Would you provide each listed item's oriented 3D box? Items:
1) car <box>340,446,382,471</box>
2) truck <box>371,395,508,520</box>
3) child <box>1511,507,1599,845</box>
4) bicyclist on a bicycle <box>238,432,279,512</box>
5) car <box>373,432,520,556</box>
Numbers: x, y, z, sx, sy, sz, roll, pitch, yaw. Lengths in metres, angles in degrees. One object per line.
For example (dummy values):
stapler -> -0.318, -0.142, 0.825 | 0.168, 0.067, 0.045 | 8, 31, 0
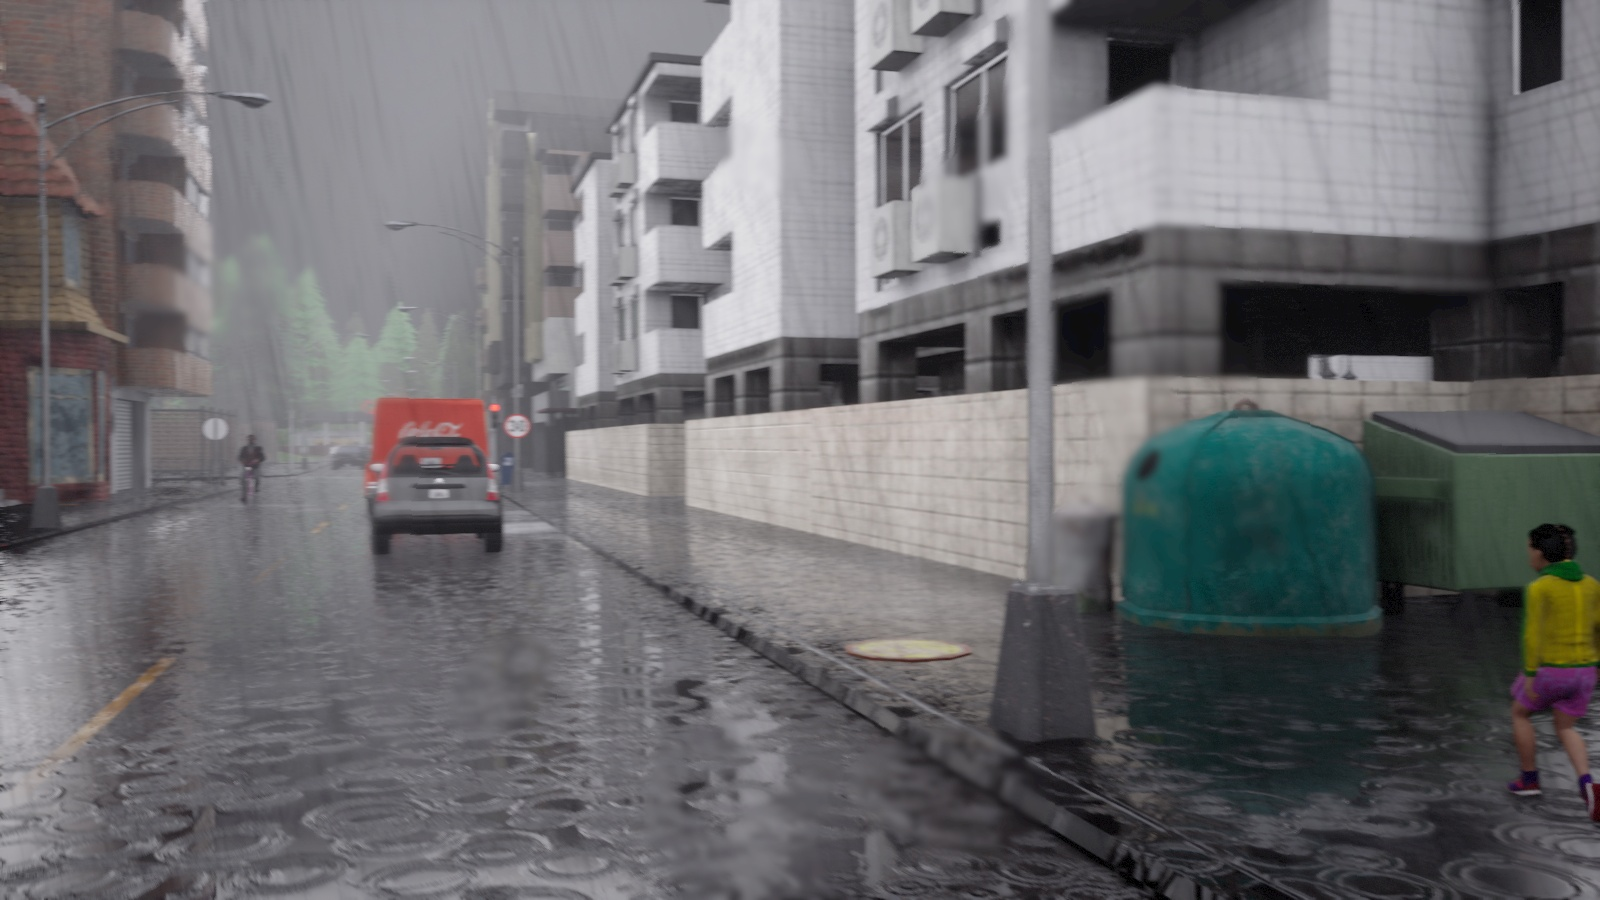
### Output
car -> -26.080, 0.463, 74.730 | 2.033, 1.411, 5.357 | 0, 0, -16
truck -> -7.933, 0.133, 27.645 | 2.627, 2.467, 5.204 | 0, 0, -16
child -> 2.929, 0.804, 4.645 | 0.299, 1.160, 0.473 | 0, 0, -6
bicyclist on a bicycle -> -12.535, 0.493, 29.098 | 0.659, 1.776, 1.843 | 0, 0, -17
car -> -5.217, 0.559, 18.484 | 1.851, 1.617, 3.988 | 0, 0, -17
